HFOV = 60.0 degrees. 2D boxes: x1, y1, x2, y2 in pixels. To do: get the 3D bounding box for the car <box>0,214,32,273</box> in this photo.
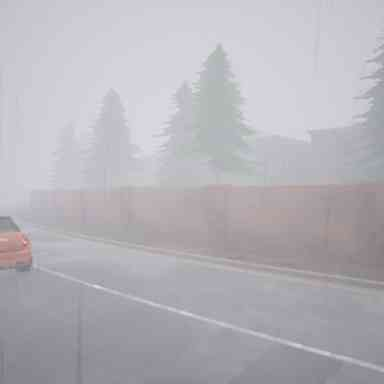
[{"bbox_3d":[-6.590,1.392,9.865,4.553,1.767,2.097,0,0,43],"label":"car"}]
